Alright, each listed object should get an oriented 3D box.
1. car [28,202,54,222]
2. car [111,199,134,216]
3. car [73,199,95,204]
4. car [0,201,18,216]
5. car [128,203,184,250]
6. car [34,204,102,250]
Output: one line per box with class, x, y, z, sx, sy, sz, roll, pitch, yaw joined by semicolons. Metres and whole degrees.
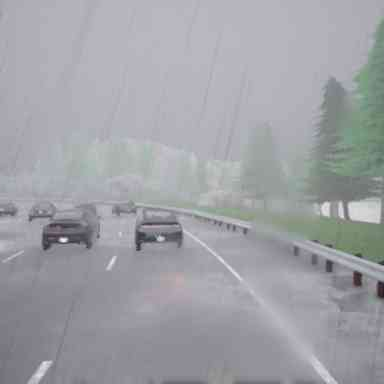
car;-11.977;1.536;26.799;2.033;1.411;5.357;0;0;-20
car;-6.588;1.449;31.977;2.128;1.511;4.902;0;0;-22
car;-10.327;1.477;31.921;1.837;1.490;4.892;0;0;-23
car;-17.999;1.565;32.032;1.994;1.385;4.181;0;0;-24
car;-1.531;1.467;14.337;2.128;1.511;4.902;0;0;-10
car;-5.114;1.493;14.486;1.837;1.490;4.892;0;0;-10
